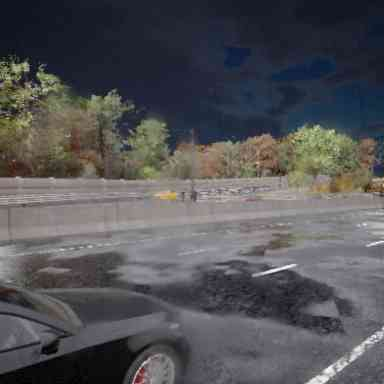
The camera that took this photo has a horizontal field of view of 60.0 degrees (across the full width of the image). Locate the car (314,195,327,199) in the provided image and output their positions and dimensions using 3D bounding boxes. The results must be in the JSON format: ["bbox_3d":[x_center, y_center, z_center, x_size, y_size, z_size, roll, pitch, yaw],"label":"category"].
[{"bbox_3d":[20.792,1.238,55.827,4.892,1.490,1.837,0,1,-41],"label":"car"}]

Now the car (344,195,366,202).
[{"bbox_3d":[32.300,1.250,65.893,5.357,1.411,2.033,0,0,-41],"label":"car"}]

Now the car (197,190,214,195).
[{"bbox_3d":[2.755,0.313,65.426,2.033,1.411,5.357,0,2,27],"label":"car"}]

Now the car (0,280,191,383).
[{"bbox_3d":[-2.124,1.495,2.934,4.674,1.442,1.812,0,0,-41],"label":"car"}]

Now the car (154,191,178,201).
[{"bbox_3d":[-4.001,0.565,51.281,1.882,1.535,5.008,0,0,25],"label":"car"}]

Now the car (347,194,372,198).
[{"bbox_3d":[26.041,1.136,51.122,4.553,1.767,2.097,0,0,-41],"label":"car"}]

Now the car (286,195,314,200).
[{"bbox_3d":[11.903,1.323,38.777,4.674,1.442,1.812,0,0,-41],"label":"car"}]

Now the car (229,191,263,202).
[{"bbox_3d":[7.509,1.098,44.227,4.553,1.767,2.097,0,1,-41],"label":"car"}]

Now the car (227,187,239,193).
[{"bbox_3d":[9.874,-0.449,78.899,2.097,1.767,4.553,0,3,29],"label":"car"}]
